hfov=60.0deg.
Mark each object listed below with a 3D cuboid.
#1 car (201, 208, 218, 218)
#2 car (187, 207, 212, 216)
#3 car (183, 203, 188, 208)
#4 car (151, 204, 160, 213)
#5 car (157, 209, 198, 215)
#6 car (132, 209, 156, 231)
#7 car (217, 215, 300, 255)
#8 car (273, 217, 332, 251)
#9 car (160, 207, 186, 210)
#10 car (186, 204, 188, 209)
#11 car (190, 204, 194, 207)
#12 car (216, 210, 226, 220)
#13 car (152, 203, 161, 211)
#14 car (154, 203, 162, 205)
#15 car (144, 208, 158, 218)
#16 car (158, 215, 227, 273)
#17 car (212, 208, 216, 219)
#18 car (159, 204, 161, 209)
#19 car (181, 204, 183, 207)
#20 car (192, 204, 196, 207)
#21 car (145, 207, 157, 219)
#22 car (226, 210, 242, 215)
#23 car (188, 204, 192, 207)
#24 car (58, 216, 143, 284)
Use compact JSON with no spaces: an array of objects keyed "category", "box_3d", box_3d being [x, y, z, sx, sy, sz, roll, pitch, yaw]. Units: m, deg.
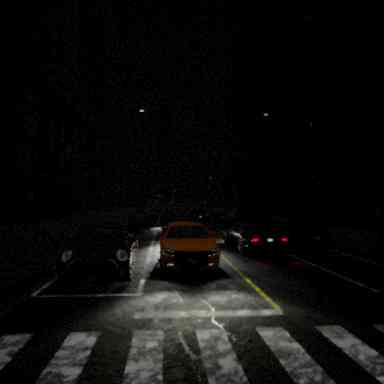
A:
[{"category":"car","box_3d":[2.534,3.078,49.337,2.008,1.369,4.403,1,-2,-5]},{"category":"car","box_3d":[0.780,2.747,38.510,1.994,1.385,4.181,1,-2,-5]},{"category":"car","box_3d":[-0.244,3.816,82.133,2.192,1.841,5.009,1,-2,-5]},{"category":"car","box_3d":[-5.498,2.725,43.165,1.967,1.590,4.097,1,-2,-5]},{"category":"car","box_3d":[-1.052,2.160,22.251,2.128,1.511,4.902,1,-2,-5]},{"category":"car","box_3d":[-4.109,2.332,26.765,1.887,1.381,4.507,0,-2,-5]},{"category":"car","box_3d":[2.833,2.039,15.681,2.033,1.411,5.357,1,-2,-7]},{"category":"car","box_3d":[5.313,2.101,16.548,1.947,1.339,4.313,0,-2,-5]},{"category":"car","box_3d":[-1.913,2.485,32.505,1.837,1.490,4.892,1,-2,-5]},{"category":"car","box_3d":[0.218,3.921,76.660,1.802,1.307,4.206,1,-2,-5]},{"category":"car","box_3d":[1.144,3.580,65.731,1.947,1.339,4.313,1,-2,-5]},{"category":"car","box_3d":[3.909,2.563,33.113,1.752,1.417,4.829,0,-2,-5]},{"category":"car","box_3d":[-9.203,3.900,86.895,2.192,1.841,5.009,1,-2,-5]},{"category":"car","box_3d":[-7.350,3.376,65.028,1.967,1.590,4.097,1,-2,-5]},{"category":"car","box_3d":[-5.962,3.030,48.627,1.802,1.307,4.206,1,-2,-5]},{"category":"car","box_3d":[-0.207,1.843,12.261,1.882,1.535,5.008,1,-2,-5]},{"category":"car","box_3d":[3.460,2.749,38.407,2.008,1.369,4.403,1,-2,-5]},{"category":"car","box_3d":[-6.873,3.294,59.391,1.752,1.417,4.829,1,-2,-5]},{"category":"car","box_3d":[-1.169,4.140,93.062,2.192,1.841,5.009,1,-2,-5]},{"category":"car","box_3d":[1.608,3.418,60.266,1.947,1.339,4.313,1,-2,-5]},{"category":"car","box_3d":[-4.557,2.474,32.061,1.752,1.417,4.829,0,-2,-5]},{"category":"car","box_3d":[4.386,2.433,27.477,1.947,1.339,4.313,0,-2,-5]},{"category":"car","box_3d":[0.667,3.707,71.366,1.752,1.417,4.829,1,-2,-5]},{"category":"car","box_3d":[-2.721,1.731,10.403,1.967,1.590,4.097,1,-2,-6]}]
